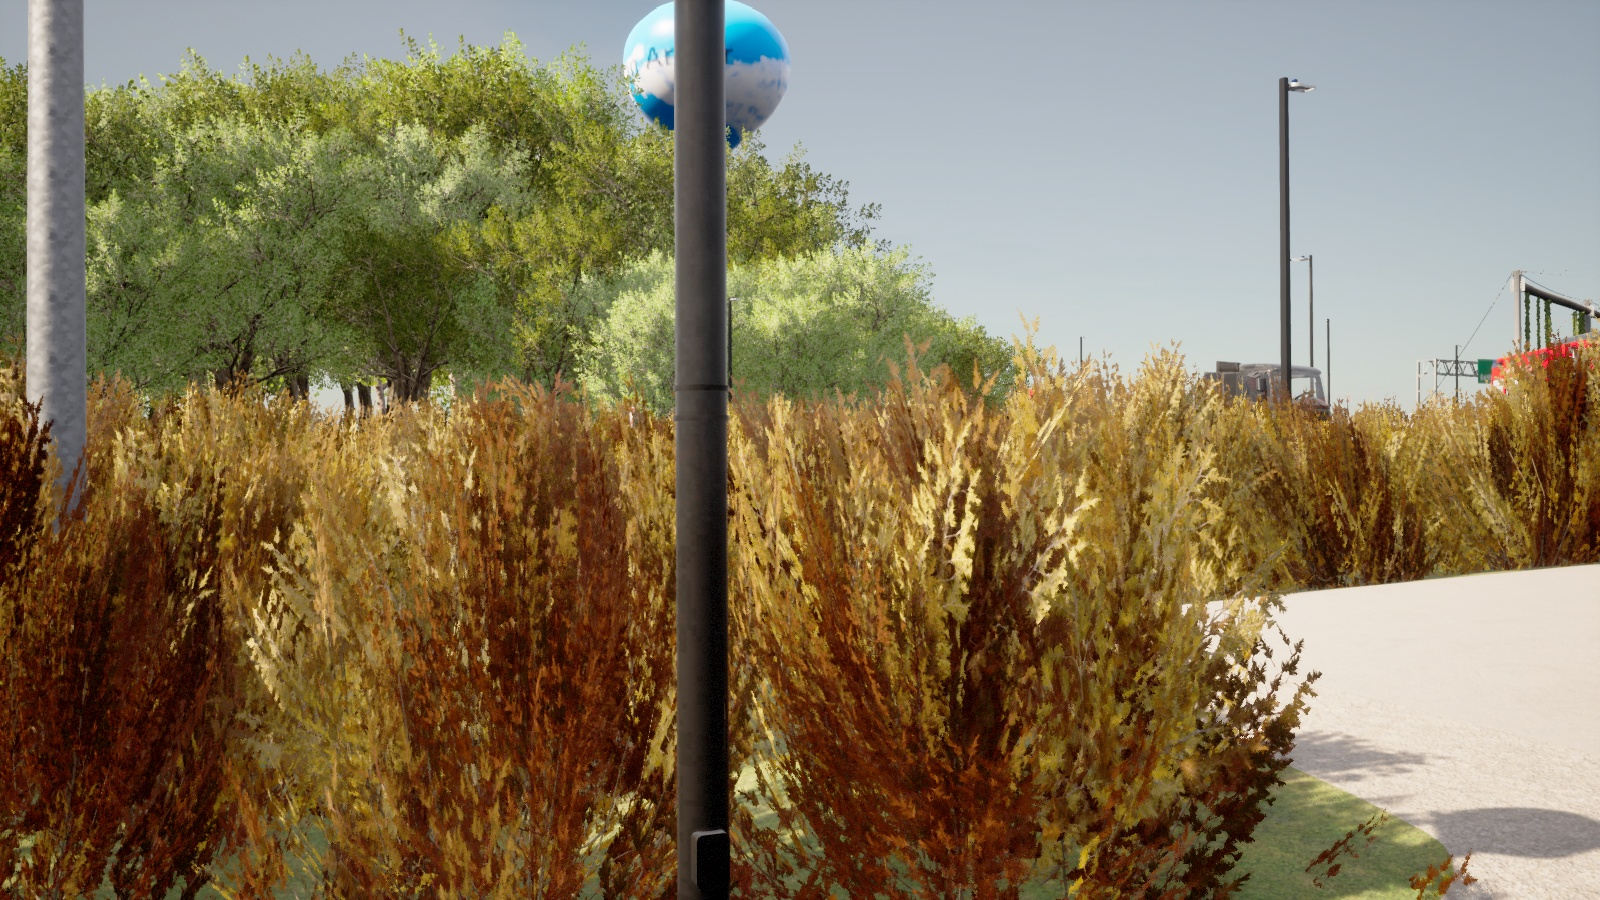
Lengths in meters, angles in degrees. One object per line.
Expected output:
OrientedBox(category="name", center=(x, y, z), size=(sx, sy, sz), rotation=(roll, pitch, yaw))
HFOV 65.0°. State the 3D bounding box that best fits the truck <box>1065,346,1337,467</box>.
OrientedBox(category="truck", center=(12.521, -1.217, 39.986), size=(2.891, 3.462, 7.936), rotation=(-1, 0, -38))
